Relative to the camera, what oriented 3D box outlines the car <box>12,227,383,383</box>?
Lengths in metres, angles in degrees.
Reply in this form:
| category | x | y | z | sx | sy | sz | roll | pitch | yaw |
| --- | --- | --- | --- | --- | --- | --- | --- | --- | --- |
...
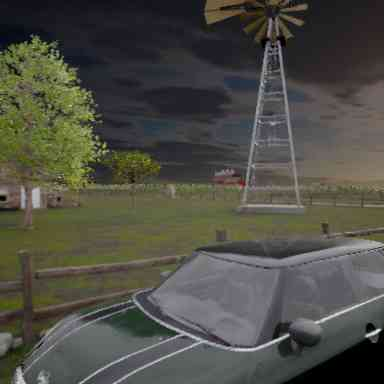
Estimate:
| category | x | y | z | sx | sy | sz | roll | pitch | yaw |
| --- | --- | --- | --- | --- | --- | --- | --- | --- | --- |
| car | 0.627 | 1.347 | 3.518 | 4.553 | 1.767 | 2.097 | 0 | 0 | -35 |
